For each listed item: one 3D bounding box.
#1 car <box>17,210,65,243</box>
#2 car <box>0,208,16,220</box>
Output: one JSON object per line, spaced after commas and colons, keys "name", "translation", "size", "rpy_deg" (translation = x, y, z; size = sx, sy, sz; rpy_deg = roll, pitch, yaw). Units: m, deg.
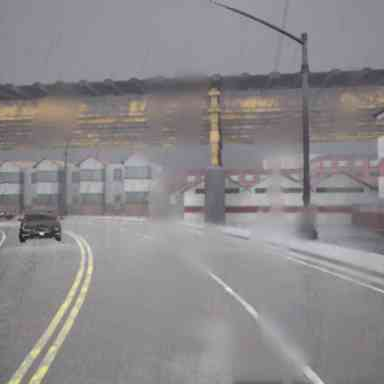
{"name": "car", "translation": [-7.926, 1.720, 17.459], "size": [1.837, 1.490, 4.892], "rpy_deg": [1, -2, -26]}
{"name": "car", "translation": [-22.499, 2.510, 38.238], "size": [5.357, 1.411, 2.033], "rpy_deg": [-2, -3, 31]}
